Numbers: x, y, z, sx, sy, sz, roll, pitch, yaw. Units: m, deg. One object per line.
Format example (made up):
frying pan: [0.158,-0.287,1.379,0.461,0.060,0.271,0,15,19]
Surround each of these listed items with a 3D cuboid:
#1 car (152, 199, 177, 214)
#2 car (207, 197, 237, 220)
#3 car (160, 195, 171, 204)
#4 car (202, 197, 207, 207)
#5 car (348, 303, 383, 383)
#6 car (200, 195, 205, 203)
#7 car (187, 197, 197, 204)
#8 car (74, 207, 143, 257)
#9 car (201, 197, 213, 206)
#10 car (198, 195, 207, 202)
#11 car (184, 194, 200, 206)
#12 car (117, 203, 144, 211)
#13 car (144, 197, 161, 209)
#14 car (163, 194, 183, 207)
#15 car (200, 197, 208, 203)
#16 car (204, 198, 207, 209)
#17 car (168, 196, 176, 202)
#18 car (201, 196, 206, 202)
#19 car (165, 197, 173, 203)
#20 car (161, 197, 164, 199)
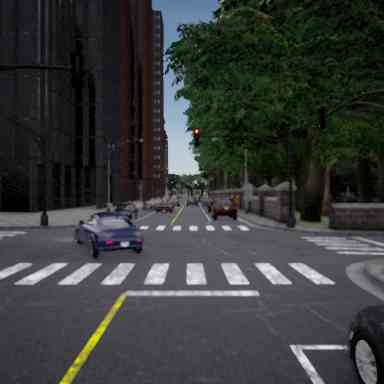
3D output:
car: [-3.096,1.759,38.500,1.895,1.301,4.718,0,0,0]
car: [2.763,1.429,29.091,2.192,1.841,5.009,0,0,0]
car: [-5.761,1.634,72.737,2.192,1.841,5.009,0,0,0]
car: [2.764,1.741,45.458,2.008,1.369,4.403,0,0,0]
car: [2.763,1.560,2.425,2.008,1.369,4.403,0,0,0]
car: [2.764,1.681,56.372,1.967,1.590,4.097,0,0,0]
car: [0.001,1.779,69.624,1.994,1.385,4.181,0,0,0]
car: [-3.391,1.553,13.276,1.812,1.442,4.674,1,1,-29]
car: [2.764,1.707,61.829,1.967,1.590,4.097,0,0,0]
car: [2.764,1.716,89.112,2.192,1.841,5.009,0,0,0]
car: [0.056,1.608,59.362,2.097,1.767,4.553,0,0,0]
car: [-5.762,1.681,29.081,1.947,1.339,4.313,0,0,0]
car: [-5.762,1.742,45.451,2.008,1.369,4.403,0,0,0]
car: [-3.065,1.586,54.801,2.097,1.767,4.553,0,0,0]
car: [2.764,1.871,78.368,1.752,1.417,4.829,0,0,0]
car: [2.764,1.731,40.002,1.947,1.339,4.313,0,0,0]
car: [-5.761,1.871,94.565,1.967,1.590,4.097,0,0,0]
car: [2.764,1.767,50.915,2.008,1.369,4.403,0,0,0]
car: [-5.761,1.918,83.650,1.887,1.381,4.507,0,0,0]
car: [-5.762,1.798,50.908,1.802,1.307,4.206,0,0,0]
